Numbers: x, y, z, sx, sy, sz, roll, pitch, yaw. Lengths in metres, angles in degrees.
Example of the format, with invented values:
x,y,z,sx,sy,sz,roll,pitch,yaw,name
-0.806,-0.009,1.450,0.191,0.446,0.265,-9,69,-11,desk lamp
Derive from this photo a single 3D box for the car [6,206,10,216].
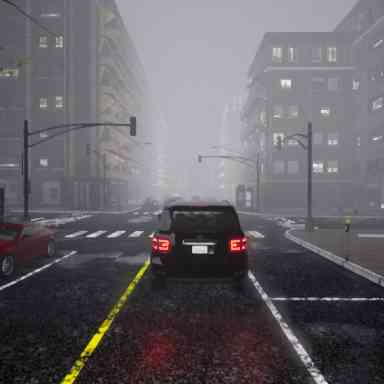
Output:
x,y,z,sx,sy,sz,roll,pitch,yaw,name
-16.151,1.095,24.863,4.553,1.767,2.097,1,0,-1,car

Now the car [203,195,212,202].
x,y,z,sx,sy,sz,roll,pitch,yaw,name
3.490,1.440,76.251,1.967,1.590,4.097,0,0,1,car

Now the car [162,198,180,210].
x,y,z,sx,sy,sz,roll,pitch,yaw,name
-2.634,1.562,43.141,1.994,1.385,4.181,0,0,2,car

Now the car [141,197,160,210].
x,y,z,sx,sy,sz,roll,pitch,yaw,name
-5.252,1.438,42.516,1.967,1.590,4.097,0,0,1,car

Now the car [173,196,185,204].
x,y,z,sx,sy,sz,roll,pitch,yaw,name
-2.394,1.561,63.054,1.994,1.385,4.181,0,0,1,car

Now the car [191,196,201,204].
x,y,z,sx,sy,sz,roll,pitch,yaw,name
0.769,1.477,63.848,1.882,1.535,5.008,0,0,1,car

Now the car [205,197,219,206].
x,y,z,sx,sy,sz,roll,pitch,yaw,name
3.249,1.549,53.697,2.008,1.369,4.403,0,0,1,car

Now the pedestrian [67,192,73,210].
x,y,z,sx,sy,sz,roll,pitch,yaw,name
-12.367,0.902,33.584,0.375,1.860,0.375,0,-1,0,pedestrian

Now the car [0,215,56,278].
x,y,z,sx,sy,sz,roll,pitch,yaw,name
-5.598,1.581,10.107,1.802,1.307,4.206,0,0,1,car

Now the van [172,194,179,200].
x,y,z,sx,sy,sz,roll,pitch,yaw,name
-4.709,1.340,93.261,1.690,1.788,3.998,0,0,1,van

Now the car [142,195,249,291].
x,y,z,sx,sy,sz,roll,pitch,yaw,name
0.180,1.221,9.184,2.150,2.045,5.566,0,0,1,car

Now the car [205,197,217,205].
x,y,z,sx,sy,sz,roll,pitch,yaw,name
3.309,1.544,59.335,1.887,1.381,4.507,0,0,1,car
